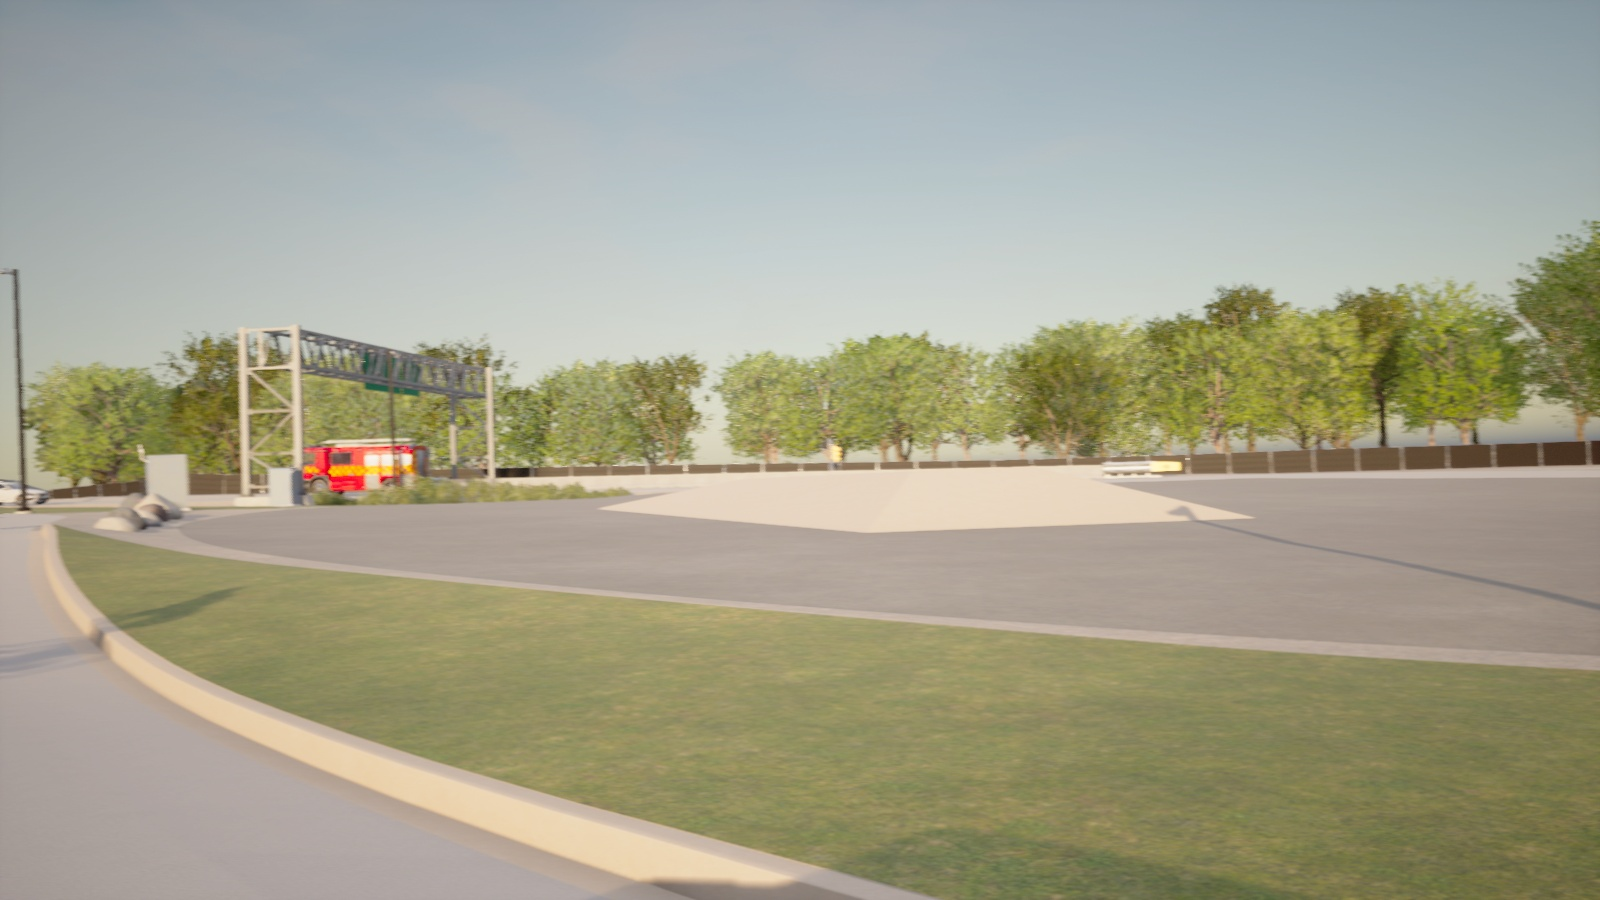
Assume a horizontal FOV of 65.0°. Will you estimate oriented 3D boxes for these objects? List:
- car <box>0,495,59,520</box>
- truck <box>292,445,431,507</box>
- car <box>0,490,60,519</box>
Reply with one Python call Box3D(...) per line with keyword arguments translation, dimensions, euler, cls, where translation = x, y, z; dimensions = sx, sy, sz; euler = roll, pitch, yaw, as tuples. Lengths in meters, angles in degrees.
Box3D(translation=(-48.648, 3.592, 77.658), dimensions=(4.674, 1.442, 1.812), euler=(-2, -1, 6), cls="car")
Box3D(translation=(-30.020, 1.761, 86.181), dimensions=(8.468, 3.827, 2.891), euler=(-3, -1, 6), cls="truck")
Box3D(translation=(-50.964, 3.569, 81.437), dimensions=(4.611, 1.667, 2.242), euler=(-2, -1, 6), cls="car")
